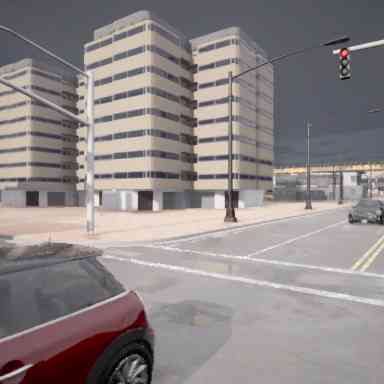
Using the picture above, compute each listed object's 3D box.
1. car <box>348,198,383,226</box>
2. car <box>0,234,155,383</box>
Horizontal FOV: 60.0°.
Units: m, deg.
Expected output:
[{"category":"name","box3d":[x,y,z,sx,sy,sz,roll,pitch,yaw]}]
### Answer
[{"category":"car","box3d":[12.559,1.344,23.620,2.097,1.767,4.553,0,0,35]},{"category":"car","box3d":[-2.385,1.349,2.498,2.097,1.767,4.553,0,0,35]}]
